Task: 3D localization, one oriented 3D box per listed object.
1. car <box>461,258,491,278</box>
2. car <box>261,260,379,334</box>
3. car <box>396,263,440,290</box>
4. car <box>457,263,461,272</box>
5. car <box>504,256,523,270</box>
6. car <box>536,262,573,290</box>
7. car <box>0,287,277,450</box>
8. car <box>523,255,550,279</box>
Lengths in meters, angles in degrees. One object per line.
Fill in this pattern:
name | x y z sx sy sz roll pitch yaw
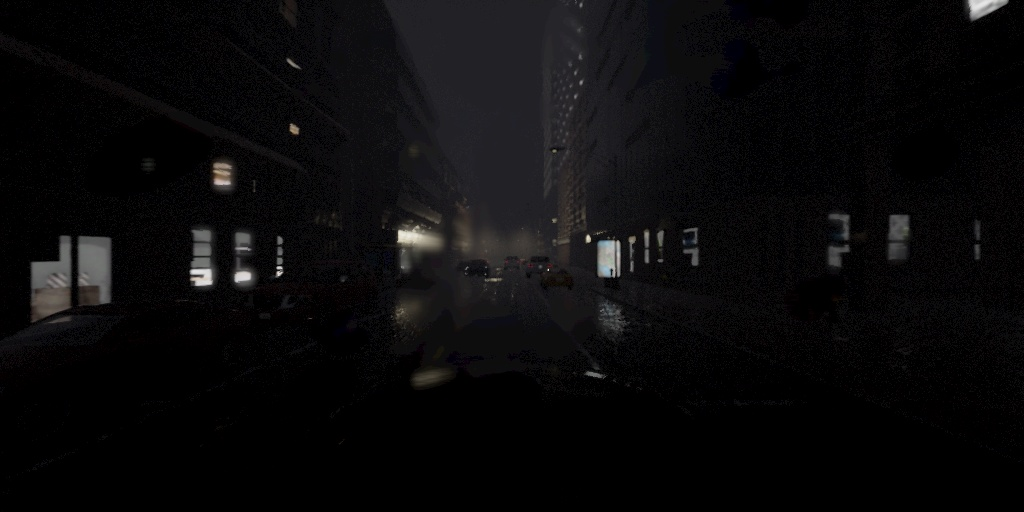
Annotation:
car | -3.093 1.085 33.158 2.097 1.767 4.553 0 0 0
car | -5.692 1.060 10.780 2.192 1.841 5.009 0 0 0
car | -5.690 1.179 22.078 1.967 1.591 4.097 0 0 0
car | -5.690 1.296 44.671 1.948 1.339 4.313 0 0 0
car | 0.005 0.952 51.004 2.150 2.045 5.566 0 0 0
car | 2.690 1.263 22.247 1.751 1.417 4.829 0 0 0
car | -5.692 1.331 5.131 1.802 1.307 4.207 0 0 0
car | 2.394 0.961 32.913 2.150 2.045 5.566 0 0 0
